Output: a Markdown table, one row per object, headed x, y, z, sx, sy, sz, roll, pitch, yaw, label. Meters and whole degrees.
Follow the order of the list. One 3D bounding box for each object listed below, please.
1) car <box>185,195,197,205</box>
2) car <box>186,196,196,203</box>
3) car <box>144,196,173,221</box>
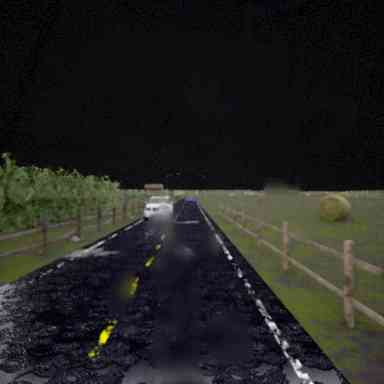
| x | y | z | sx | sy | sz | roll | pitch | yaw | label |
| --- | --- | --- | --- | --- | --- | --- | --- | --- | --- |
| -0.183 | 1.544 | 67.348 | 2.150 | 2.045 | 5.566 | 0 | 0 | 0 | car |
| -0.212 | 1.729 | 77.737 | 2.128 | 1.511 | 4.902 | 0 | 0 | 0 | car |
| -2.828 | 1.376 | 29.256 | 2.150 | 2.045 | 5.566 | 0 | 0 | 0 | car |
